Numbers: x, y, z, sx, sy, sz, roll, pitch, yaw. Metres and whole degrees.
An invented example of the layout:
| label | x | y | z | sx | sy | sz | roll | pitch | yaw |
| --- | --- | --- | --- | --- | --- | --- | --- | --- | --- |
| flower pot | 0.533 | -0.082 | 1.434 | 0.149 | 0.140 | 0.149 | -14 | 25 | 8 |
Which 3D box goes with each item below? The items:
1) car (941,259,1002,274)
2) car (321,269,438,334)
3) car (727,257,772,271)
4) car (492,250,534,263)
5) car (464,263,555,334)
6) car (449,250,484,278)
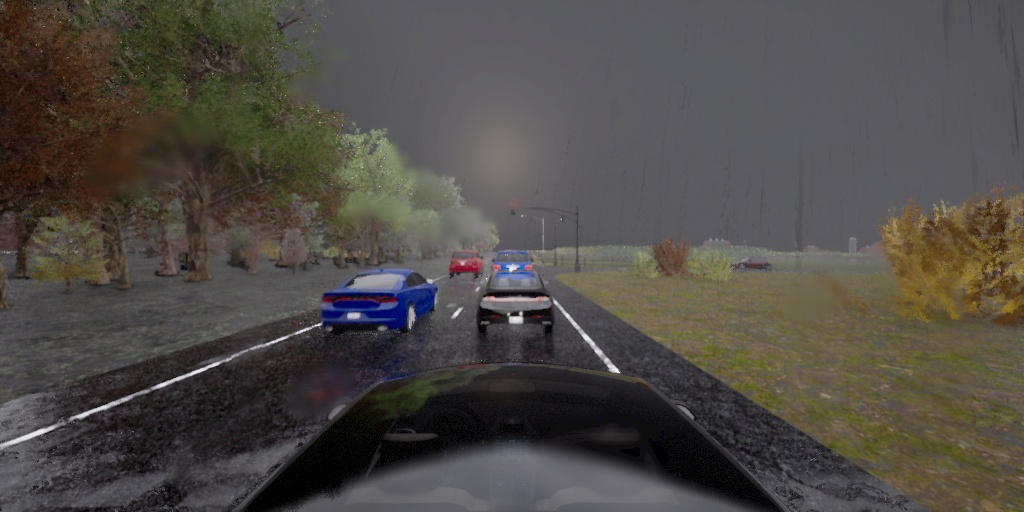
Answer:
| label | x | y | z | sx | sy | sz | roll | pitch | yaw |
| --- | --- | --- | --- | --- | --- | --- | --- | --- | --- |
| car | 51.214 | 1.260 | 39.670 | 4.674 | 1.442 | 1.812 | 1 | 0 | 1 |
| car | -3.428 | 1.101 | 10.218 | 1.882 | 1.535 | 5.008 | 0 | 1 | 0 |
| car | 28.577 | 0.845 | 43.316 | 4.553 | 1.767 | 2.097 | 1 | 0 | 0 |
| car | 0.038 | 0.699 | 20.047 | 2.150 | 2.045 | 5.566 | 0 | 1 | 0 |
| car | 0.075 | 1.117 | 10.074 | 2.128 | 1.511 | 4.902 | 0 | 1 | 0 |
| car | -3.491 | 0.582 | 27.940 | 2.150 | 2.045 | 5.566 | 0 | 1 | 0 |
